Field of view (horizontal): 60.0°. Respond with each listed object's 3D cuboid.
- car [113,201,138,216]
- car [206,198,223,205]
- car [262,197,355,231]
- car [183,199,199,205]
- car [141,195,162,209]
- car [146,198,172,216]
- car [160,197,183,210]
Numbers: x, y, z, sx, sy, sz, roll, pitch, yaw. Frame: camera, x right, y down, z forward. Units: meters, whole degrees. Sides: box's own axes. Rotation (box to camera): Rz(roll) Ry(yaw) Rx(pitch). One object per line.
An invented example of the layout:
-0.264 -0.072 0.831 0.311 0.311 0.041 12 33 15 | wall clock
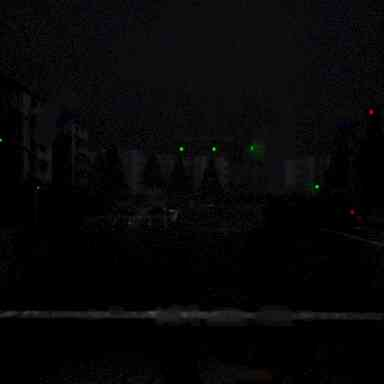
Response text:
-7.024 1.696 35.437 1.882 1.535 5.008 0 0 0 | car
4.685 1.986 68.383 1.994 1.385 4.181 0 0 35 | car
7.280 1.369 21.009 5.566 2.045 2.150 0 0 1 | car
-0.413 2.010 66.826 1.895 1.301 4.718 0 0 30 | car
-6.051 1.536 51.892 2.150 2.045 5.566 0 0 13 | car
-3.554 1.702 36.426 1.882 1.535 5.008 0 0 0 | car
-3.112 1.847 48.999 2.033 1.411 5.357 0 0 9 | car
